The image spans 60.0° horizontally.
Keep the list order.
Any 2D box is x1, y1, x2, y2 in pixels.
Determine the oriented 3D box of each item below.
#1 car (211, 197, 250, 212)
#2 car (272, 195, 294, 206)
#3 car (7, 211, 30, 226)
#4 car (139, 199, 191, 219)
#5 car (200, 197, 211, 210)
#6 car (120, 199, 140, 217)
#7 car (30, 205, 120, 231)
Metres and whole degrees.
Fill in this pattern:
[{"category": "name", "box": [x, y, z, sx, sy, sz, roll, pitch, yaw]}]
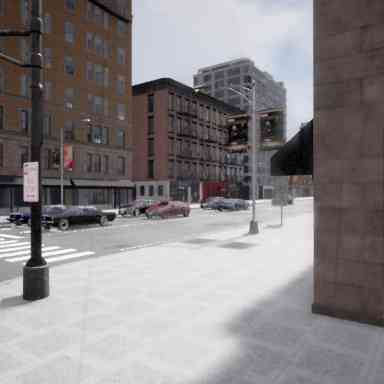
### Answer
[{"category": "car", "box": [4.646, 1.407, 37.250, 2.033, 1.411, 5.357, 0, 0, 35]}, {"category": "car", "box": [13.603, 1.175, 49.804, 2.097, 1.767, 4.553, 0, 0, 35]}, {"category": "car", "box": [-9.737, 1.553, 22.472, 1.895, 1.301, 4.718, 0, 0, 35]}, {"category": "car", "box": [-1.917, 1.434, 27.931, 1.812, 1.442, 4.674, 0, 0, 35]}, {"category": "car", "box": [2.811, 1.352, 40.280, 2.128, 1.511, 4.902, 0, 0, 35]}, {"category": "car", "box": [-4.457, 1.405, 29.967, 2.128, 1.511, 4.902, 0, 0, 35]}, {"category": "car", "box": [-7.081, 1.547, 20.599, 1.895, 1.301, 4.718, 0, 0, 35]}]
